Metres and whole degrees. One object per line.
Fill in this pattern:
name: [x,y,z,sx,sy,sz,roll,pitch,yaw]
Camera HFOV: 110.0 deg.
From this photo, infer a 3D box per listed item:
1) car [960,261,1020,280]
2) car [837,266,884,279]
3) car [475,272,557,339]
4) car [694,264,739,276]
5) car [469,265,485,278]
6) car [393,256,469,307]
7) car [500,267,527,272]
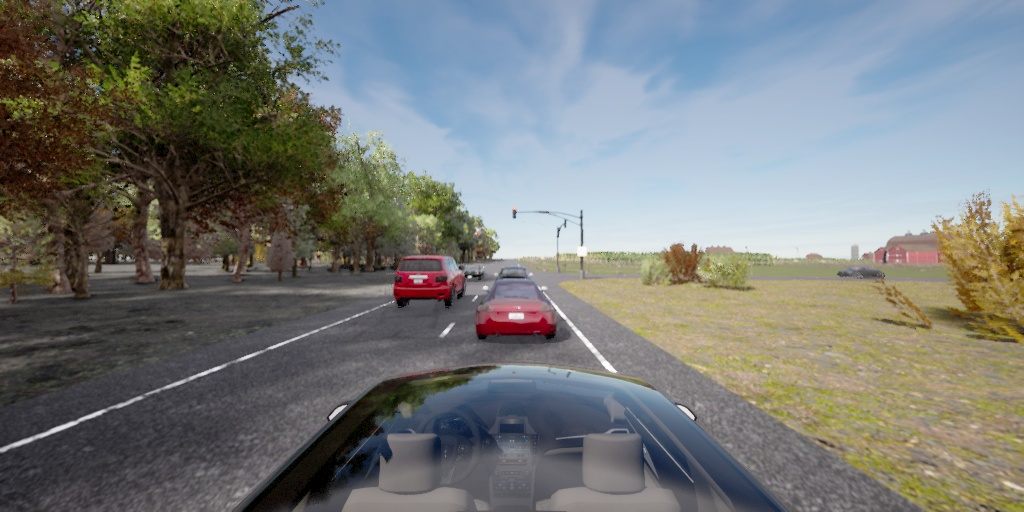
car: [50.654,1.593,37.747,5.566,2.045,2.150,1,-1,1]
car: [40.151,1.889,41.372,4.181,1.385,1.994,1,-1,0]
car: [0.088,1.333,10.105,1.994,1.385,4.181,0,0,0]
car: [23.625,1.636,41.436,4.902,1.511,2.128,1,-1,0]
car: [-3.438,1.417,31.359,1.895,1.301,4.718,0,0,0]
car: [-3.418,1.005,15.691,2.150,2.045,5.566,0,0,0]
car: [0.079,1.294,19.025,1.837,1.490,4.892,0,0,0]
